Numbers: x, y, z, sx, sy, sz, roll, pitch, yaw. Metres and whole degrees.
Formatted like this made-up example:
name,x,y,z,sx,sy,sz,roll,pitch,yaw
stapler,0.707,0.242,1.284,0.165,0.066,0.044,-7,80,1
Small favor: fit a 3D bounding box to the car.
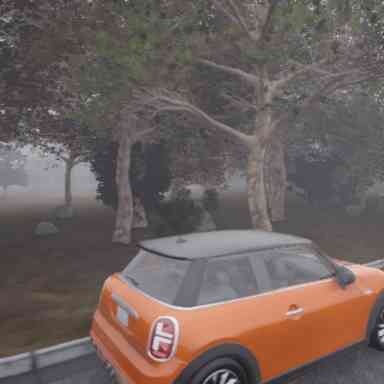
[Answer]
name,x,y,z,sx,sy,sz,roll,pitch,yaw
car,1.030,1.343,4.761,4.553,1.767,2.185,0,2,-33
